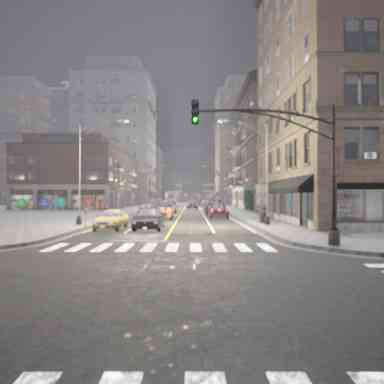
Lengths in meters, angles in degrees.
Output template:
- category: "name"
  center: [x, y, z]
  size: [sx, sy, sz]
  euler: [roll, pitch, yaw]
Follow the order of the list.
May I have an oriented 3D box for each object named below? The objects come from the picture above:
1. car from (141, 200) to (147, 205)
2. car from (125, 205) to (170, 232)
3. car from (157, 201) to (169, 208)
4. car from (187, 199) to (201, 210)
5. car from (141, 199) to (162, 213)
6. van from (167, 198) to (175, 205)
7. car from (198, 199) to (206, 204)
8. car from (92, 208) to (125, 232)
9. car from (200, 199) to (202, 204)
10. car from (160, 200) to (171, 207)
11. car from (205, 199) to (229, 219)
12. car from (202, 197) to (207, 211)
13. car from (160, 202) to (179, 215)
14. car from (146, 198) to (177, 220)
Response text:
- category: "car"
  center: [-5.385, 2.024, 39.507]
  size: [2.008, 1.369, 4.403]
  euler: [0, -1, 0]
- category: "car"
  center: [-2.847, 1.819, 22.635]
  size: [2.033, 1.411, 5.357]
  euler: [0, -1, 0]
- category: "car"
  center: [-5.384, 2.326, 62.153]
  size: [1.802, 1.307, 4.206]
  euler: [0, -1, 0]
- category: "car"
  center: [0.107, 2.270, 55.868]
  size: [1.895, 1.301, 4.718]
  euler: [0, -1, 0]
- category: "car"
  center: [-5.385, 1.856, 45.171]
  size: [2.192, 1.841, 5.009]
  euler: [0, -1, 0]
- category: "van"
  center: [-5.383, 2.358, 84.801]
  size: [1.690, 1.788, 3.998]
  euler: [0, -1, 0]
- category: "car"
  center: [2.642, 2.652, 90.459]
  size: [1.947, 1.339, 4.313]
  euler: [0, -1, 0]
- category: "car"
  center: [-5.386, 1.793, 22.352]
  size: [1.752, 1.417, 4.829]
  euler: [0, -1, 0]
- category: "car"
  center: [2.640, 2.136, 50.999]
  size: [1.752, 1.417, 4.829]
  euler: [0, -1, 0]
- category: "car"
  center: [-5.384, 2.335, 67.645]
  size: [1.752, 1.417, 4.829]
  euler: [0, -1, 0]
- category: "car"
  center: [2.639, 1.845, 33.845]
  size: [1.967, 1.590, 4.097]
  euler: [0, -1, 0]
- category: "car"
  center: [2.640, 1.788, 39.509]
  size: [2.192, 1.841, 5.009]
  euler: [0, -1, 0]
- category: "car"
  center: [-2.842, 2.059, 42.690]
  size: [2.033, 1.411, 5.357]
  euler: [0, -1, 0]
- category: "car"
  center: [-2.850, 1.738, 32.285]
  size: [2.097, 1.767, 4.553]
  euler: [0, -1, 0]
